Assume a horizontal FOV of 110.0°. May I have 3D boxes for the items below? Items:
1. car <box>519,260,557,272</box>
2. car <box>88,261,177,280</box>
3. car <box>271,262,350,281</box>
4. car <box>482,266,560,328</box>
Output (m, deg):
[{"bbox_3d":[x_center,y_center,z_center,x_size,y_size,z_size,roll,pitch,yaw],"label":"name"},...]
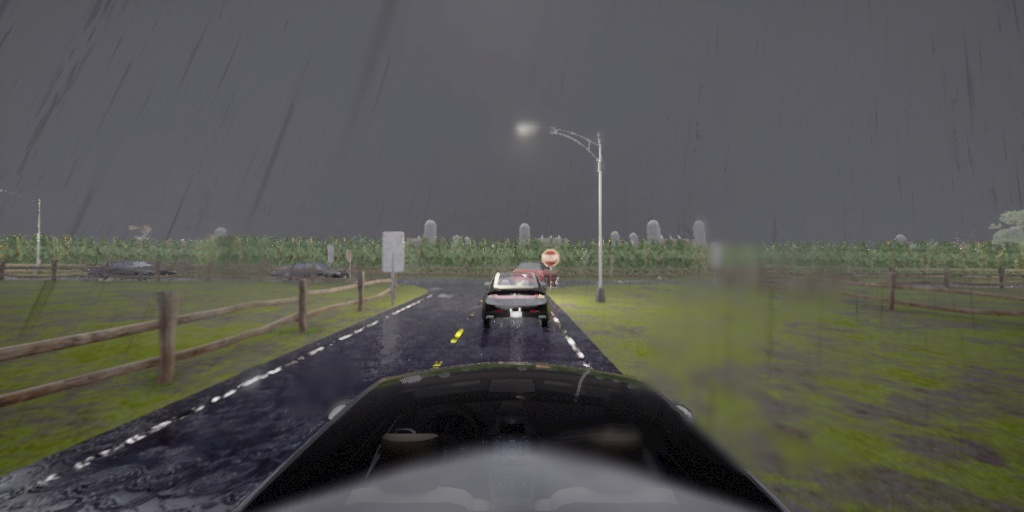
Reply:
[{"bbox_3d":[1.597,1.122,22.814,2.097,1.767,4.553,0,0,20],"label":"car"},{"bbox_3d":[-29.292,1.109,27.755,5.357,1.411,2.033,0,-1,0],"label":"car"},{"bbox_3d":[-15.484,1.199,27.670,5.357,1.411,2.033,0,-1,0],"label":"car"},{"bbox_3d":[0.107,1.252,11.411,2.128,1.511,4.902,0,0,0],"label":"car"}]
